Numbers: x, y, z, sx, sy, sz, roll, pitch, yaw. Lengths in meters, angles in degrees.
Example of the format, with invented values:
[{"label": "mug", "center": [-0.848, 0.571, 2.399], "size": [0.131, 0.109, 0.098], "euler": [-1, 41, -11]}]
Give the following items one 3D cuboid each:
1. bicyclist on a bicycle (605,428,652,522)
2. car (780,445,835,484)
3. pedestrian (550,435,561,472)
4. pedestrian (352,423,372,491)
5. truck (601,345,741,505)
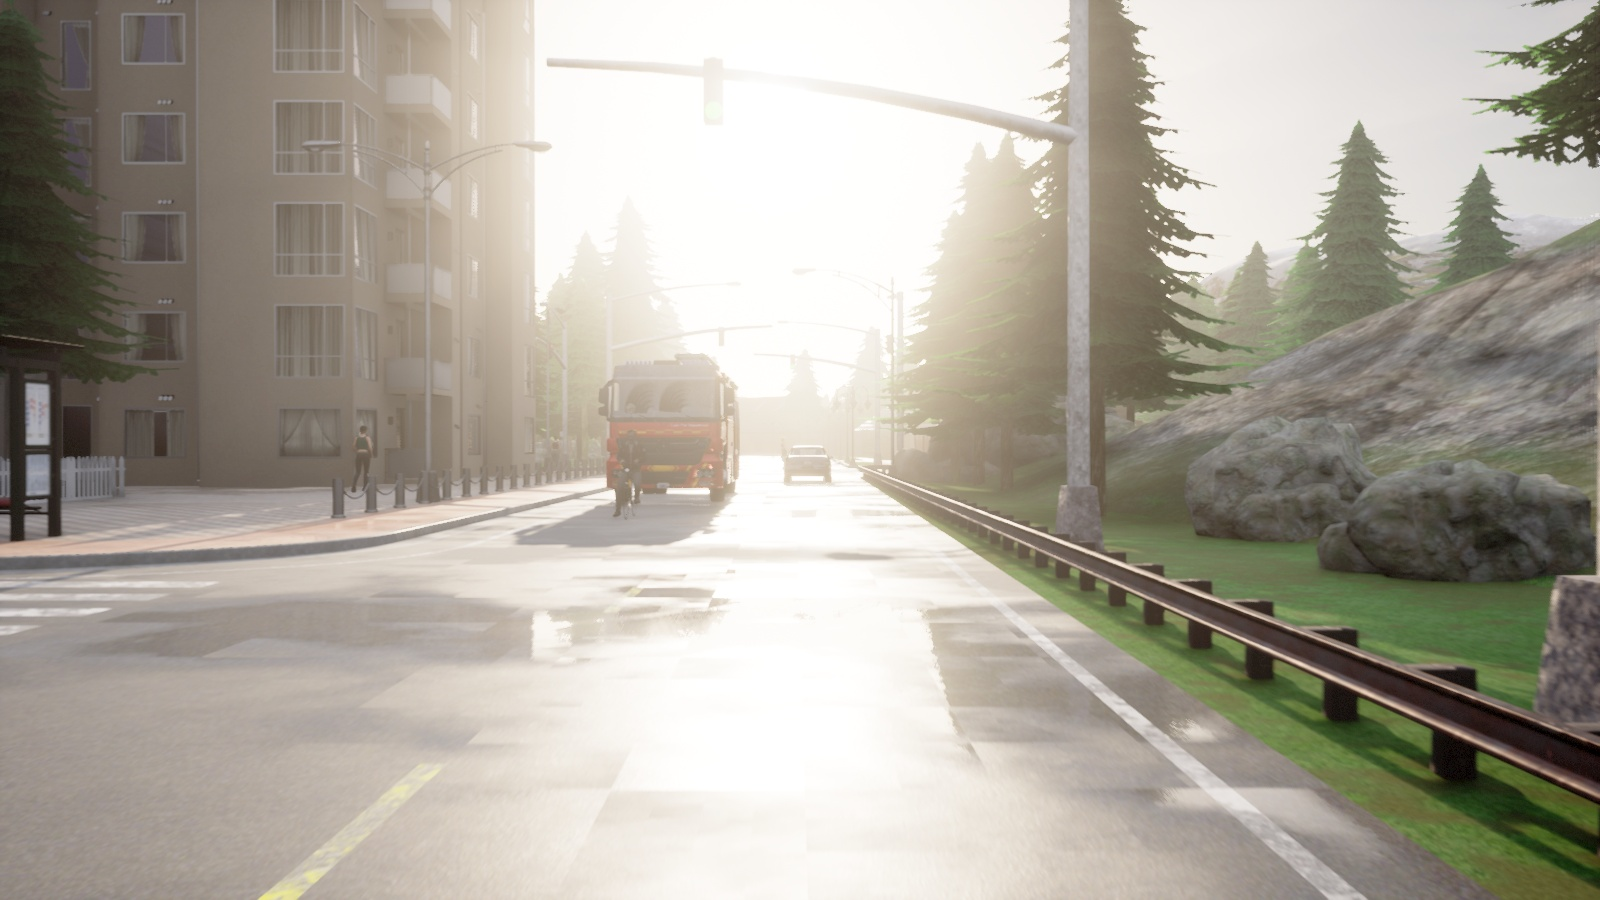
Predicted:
[{"label": "bicyclist on a bicycle", "center": [-3.342, 0.476, 24.592], "size": [0.659, 1.776, 1.843], "euler": [0, 0, 0]}, {"label": "car", "center": [0.300, 0.519, 48.920], "size": [2.033, 1.411, 5.357], "euler": [0, 0, 0]}, {"label": "pedestrian", "center": [-12.079, 0.164, 62.022], "size": [0.345, 1.836, 0.594], "euler": [0, 0, 9]}, {"label": "pedestrian", "center": [-11.871, 0.187, 34.034], "size": [0.345, 1.836, 0.594], "euler": [0, 0, -2]}, {"label": "truck", "center": [-3.284, -0.614, 34.274], "size": [2.891, 3.827, 8.468], "euler": [0, 0, 0]}]
